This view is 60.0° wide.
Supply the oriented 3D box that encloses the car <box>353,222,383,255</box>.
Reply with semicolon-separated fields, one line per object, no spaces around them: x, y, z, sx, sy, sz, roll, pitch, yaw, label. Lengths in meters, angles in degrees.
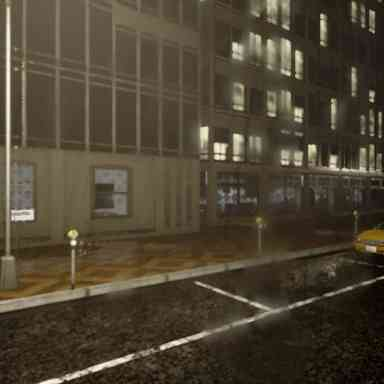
7.698;1.493;12.049;4.829;1.417;1.752;0;0;-36;car
